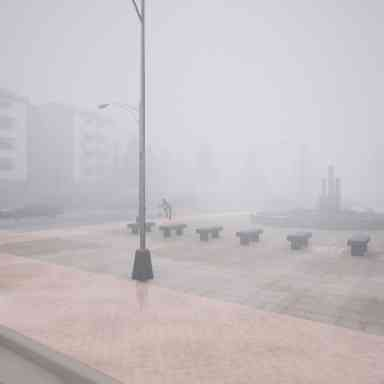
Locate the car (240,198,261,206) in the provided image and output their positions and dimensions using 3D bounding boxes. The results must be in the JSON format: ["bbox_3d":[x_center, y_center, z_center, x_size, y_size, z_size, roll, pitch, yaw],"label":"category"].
[{"bbox_3d":[10.090,1.600,53.013,4.718,1.301,1.895,0,0,-21],"label":"car"}]

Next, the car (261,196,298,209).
[{"bbox_3d":[12.479,1.352,46.104,4.553,1.767,2.097,0,0,-22],"label":"car"}]

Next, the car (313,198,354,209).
[{"bbox_3d":[18.525,1.505,44.302,4.892,1.490,1.837,0,0,-14],"label":"car"}]

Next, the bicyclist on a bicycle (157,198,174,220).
[{"bbox_3d":[-2.003,1.301,24.805,1.656,1.620,0.582,0,0,33],"label":"bicyclist on a bicycle"}]

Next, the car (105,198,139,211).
[{"bbox_3d":[-8.375,1.525,40.515,1.812,1.442,4.674,0,0,44],"label":"car"}]

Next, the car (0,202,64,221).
[{"bbox_3d":[-13.523,1.547,27.988,2.033,1.411,5.357,0,0,33],"label":"car"}]

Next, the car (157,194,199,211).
[{"bbox_3d":[-1.692,1.222,42.133,5.566,2.045,2.150,0,0,-39],"label":"car"}]

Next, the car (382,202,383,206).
[{"bbox_3d":[28.784,1.601,45.450,4.718,1.301,1.895,0,0,1],"label":"car"}]

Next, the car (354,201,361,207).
[{"bbox_3d":[22.159,1.601,48.654,4.718,1.301,1.895,0,0,-7],"label":"car"}]
